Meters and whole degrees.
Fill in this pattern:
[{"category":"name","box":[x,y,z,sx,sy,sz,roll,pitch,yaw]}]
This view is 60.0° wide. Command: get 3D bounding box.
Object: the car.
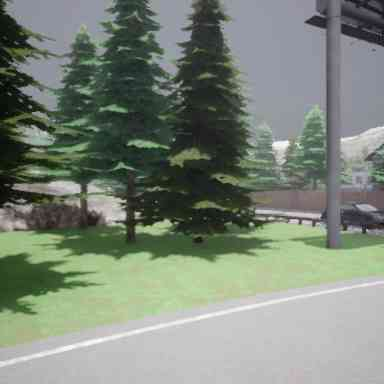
[{"category":"car","box":[9.695,1.340,19.442,1.812,1.442,4.674,0,0,-23]}]
